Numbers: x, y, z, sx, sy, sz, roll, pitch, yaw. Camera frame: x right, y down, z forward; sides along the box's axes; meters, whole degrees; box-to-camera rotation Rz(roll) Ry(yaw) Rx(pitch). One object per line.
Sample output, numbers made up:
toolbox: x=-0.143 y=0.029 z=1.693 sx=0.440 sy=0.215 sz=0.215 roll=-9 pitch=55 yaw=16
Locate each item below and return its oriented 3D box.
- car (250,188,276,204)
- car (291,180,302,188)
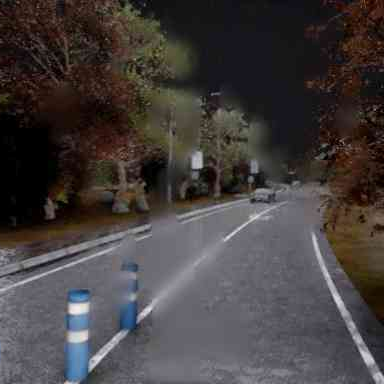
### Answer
car: x=7.095 y=0.365 z=33.012 sx=1.837 sy=1.490 sz=4.892 roll=0 pitch=3 yaw=24
car: x=22.567 y=-1.701 z=71.923 sx=2.097 sy=1.767 sz=4.553 roll=1 pitch=3 yaw=16
